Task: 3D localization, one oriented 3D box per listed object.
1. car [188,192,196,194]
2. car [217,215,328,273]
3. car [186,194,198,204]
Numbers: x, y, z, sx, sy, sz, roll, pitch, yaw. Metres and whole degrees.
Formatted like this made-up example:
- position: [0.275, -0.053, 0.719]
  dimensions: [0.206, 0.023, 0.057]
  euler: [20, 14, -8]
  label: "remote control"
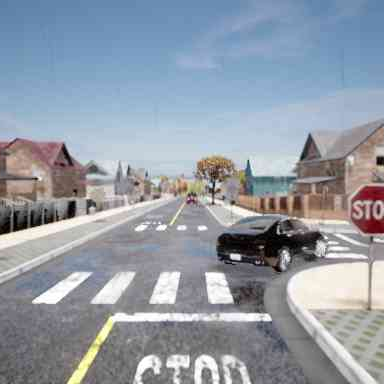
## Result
- position: [-0.018, 1.058, 67.503]
  dimensions: [2.150, 2.045, 5.566]
  euler: [0, 0, 0]
  label: "car"
- position: [2.717, 1.493, 10.717]
  dimensions: [1.837, 1.490, 4.892]
  euler: [-2, -2, 40]
  label: "car"
- position: [-0.015, 1.409, 57.483]
  dimensions: [1.895, 1.301, 4.718]
  euler: [0, 0, 0]
  label: "car"
